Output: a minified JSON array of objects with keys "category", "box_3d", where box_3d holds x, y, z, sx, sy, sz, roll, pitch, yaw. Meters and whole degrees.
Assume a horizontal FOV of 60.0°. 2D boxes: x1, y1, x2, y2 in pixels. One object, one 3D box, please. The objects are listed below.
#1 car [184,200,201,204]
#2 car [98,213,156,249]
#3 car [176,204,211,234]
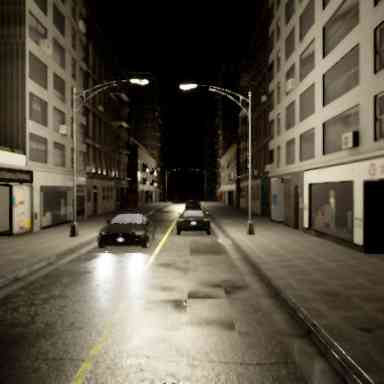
[{"category":"car","box_3d":[0.088,1.713,39.363,2.128,1.511,4.902,0,0,0]},{"category":"car","box_3d":[-2.752,1.646,14.766,1.994,1.385,4.181,0,0,0]},{"category":"car","box_3d":[0.087,1.673,20.090,1.994,1.385,4.181,0,0,0]}]
